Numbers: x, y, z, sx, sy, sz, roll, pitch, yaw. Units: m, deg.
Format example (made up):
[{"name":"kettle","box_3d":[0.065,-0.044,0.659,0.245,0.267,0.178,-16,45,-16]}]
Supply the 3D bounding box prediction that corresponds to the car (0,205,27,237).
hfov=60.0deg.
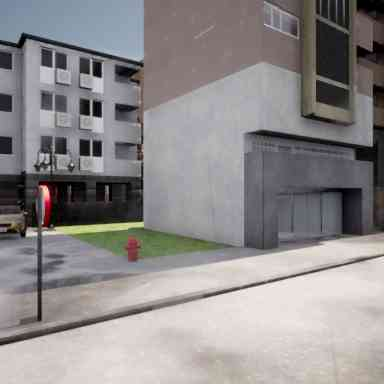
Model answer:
[{"name":"car","box_3d":[-9.314,1.416,16.801,1.816,1.474,4.193,0,0,-25]}]
